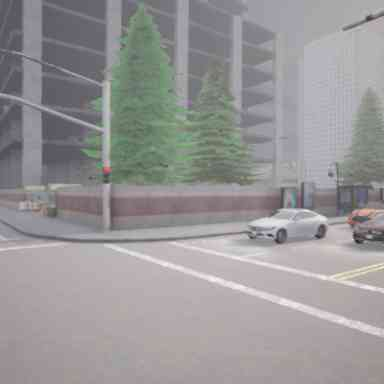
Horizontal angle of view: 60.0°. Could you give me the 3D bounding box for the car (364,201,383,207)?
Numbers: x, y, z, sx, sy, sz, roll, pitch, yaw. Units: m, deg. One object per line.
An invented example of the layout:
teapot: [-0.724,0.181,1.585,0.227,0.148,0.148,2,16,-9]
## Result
car: [11.959,1.347,21.176,4.553,1.767,2.097,0,0,-36]

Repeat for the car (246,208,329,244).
car: [4.687,1.523,15.965,4.674,1.442,1.812,0,0,-34]

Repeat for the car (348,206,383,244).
car: [9.035,1.533,14.758,4.674,1.442,1.812,0,0,-36]
